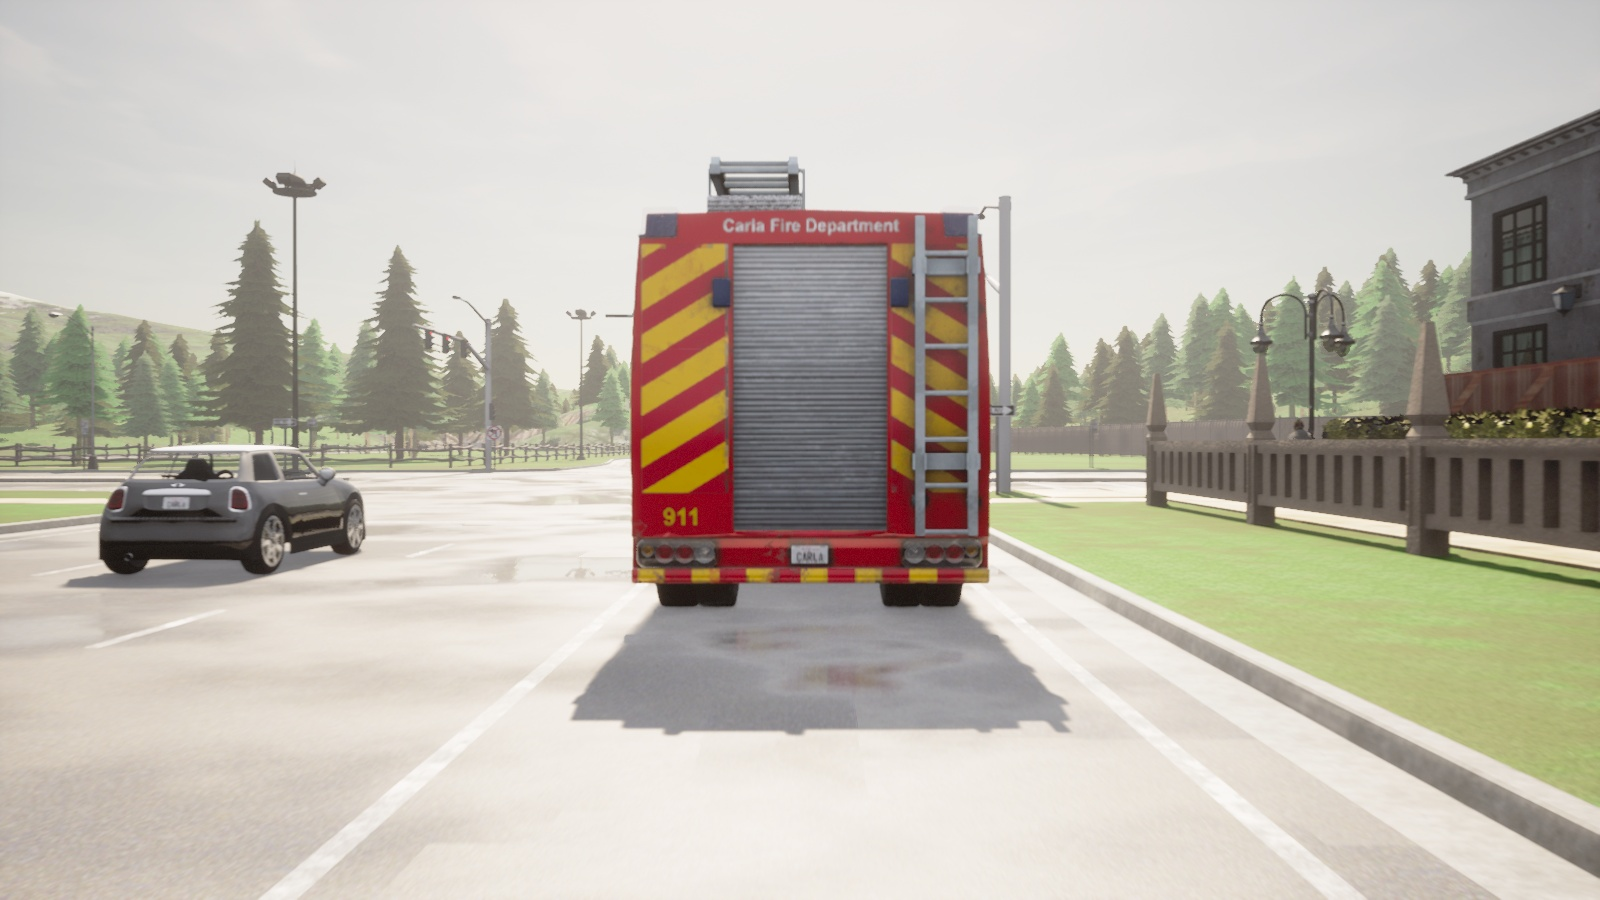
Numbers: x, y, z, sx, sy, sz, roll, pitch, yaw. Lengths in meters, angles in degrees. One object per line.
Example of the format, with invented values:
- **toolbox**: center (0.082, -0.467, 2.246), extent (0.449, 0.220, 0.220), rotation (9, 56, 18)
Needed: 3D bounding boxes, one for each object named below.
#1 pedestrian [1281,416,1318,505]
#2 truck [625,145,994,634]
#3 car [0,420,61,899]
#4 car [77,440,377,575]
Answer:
- **pedestrian**: center (10.489, 0.215, 26.376), extent (0.540, 1.848, 0.694), rotation (0, 0, 3)
- **truck**: center (0.096, -0.497, 14.083), extent (2.891, 3.827, 8.468), rotation (0, 0, 0)
- **car**: center (-3.474, 0.680, 1.920), extent (2.007, 1.525, 4.514), rotation (0, 0, 0)
- **car**: center (-6.895, 0.618, 15.609), extent (1.970, 1.475, 3.806), rotation (0, 0, 0)
